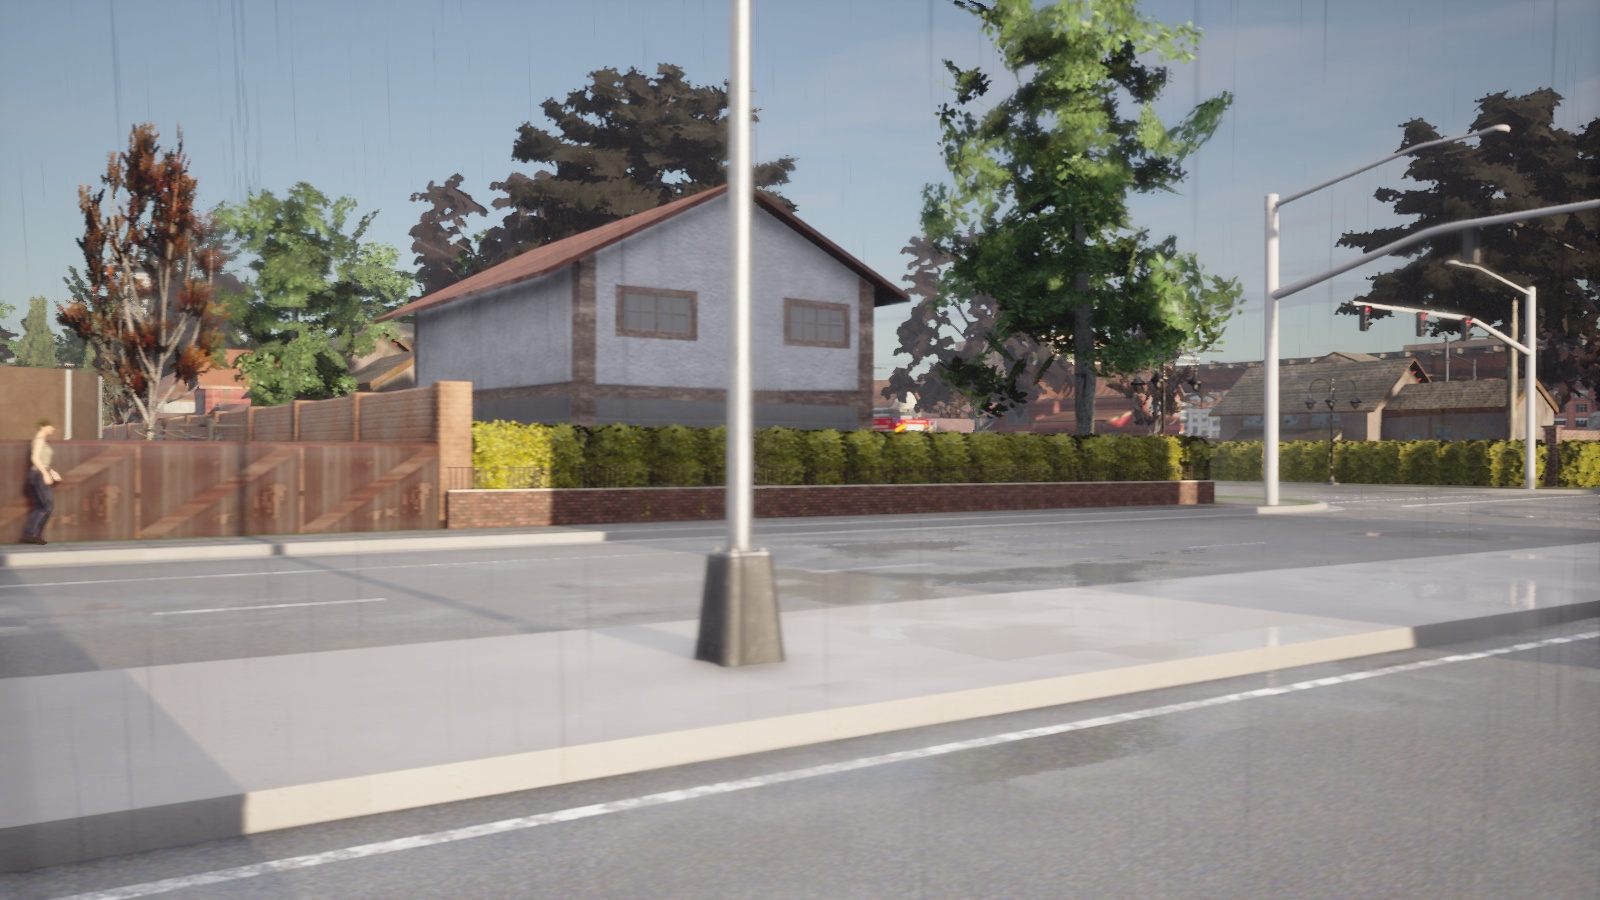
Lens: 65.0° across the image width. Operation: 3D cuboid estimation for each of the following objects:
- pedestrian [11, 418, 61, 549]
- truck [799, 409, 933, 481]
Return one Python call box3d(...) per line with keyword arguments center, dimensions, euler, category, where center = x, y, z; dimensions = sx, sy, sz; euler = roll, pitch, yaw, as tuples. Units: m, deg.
box3d(center=(-10.882, 0.467, 17.893), dimensions=(0.594, 1.836, 0.345), euler=(0, 0, -34), category="pedestrian")
box3d(center=(3.548, -0.255, 70.488), dimensions=(2.891, 3.827, 8.468), euler=(0, 0, -35), category="truck")
